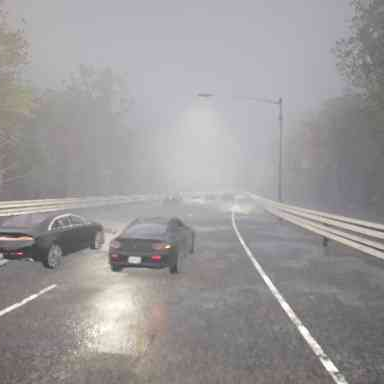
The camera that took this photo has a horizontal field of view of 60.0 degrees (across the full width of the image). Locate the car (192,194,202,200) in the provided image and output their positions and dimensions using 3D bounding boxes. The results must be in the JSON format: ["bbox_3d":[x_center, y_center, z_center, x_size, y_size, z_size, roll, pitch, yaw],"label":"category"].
[{"bbox_3d":[1.172,0.984,73.906,1.895,1.301,4.718,1,1,8],"label":"car"}]

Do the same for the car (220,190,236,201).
[{"bbox_3d":[7.510,0.842,68.836,2.097,1.767,4.553,1,1,8],"label":"car"}]

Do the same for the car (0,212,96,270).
[{"bbox_3d":[-4.492,1.377,10.737,2.128,1.511,4.902,1,0,8],"label":"car"}]

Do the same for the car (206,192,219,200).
[{"bbox_3d":[4.023,0.935,69.200,1.882,1.535,5.008,1,1,8],"label":"car"}]

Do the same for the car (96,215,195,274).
[{"bbox_3d":[-1.036,1.442,10.231,1.812,1.442,4.674,0,0,8],"label":"car"}]

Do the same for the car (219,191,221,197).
[{"bbox_3d":[6.948,0.835,89.271,2.033,1.411,5.357,1,1,8],"label":"car"}]

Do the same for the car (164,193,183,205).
[{"bbox_3d":[-2.624,0.942,47.839,2.097,1.767,4.553,1,1,8],"label":"car"}]
